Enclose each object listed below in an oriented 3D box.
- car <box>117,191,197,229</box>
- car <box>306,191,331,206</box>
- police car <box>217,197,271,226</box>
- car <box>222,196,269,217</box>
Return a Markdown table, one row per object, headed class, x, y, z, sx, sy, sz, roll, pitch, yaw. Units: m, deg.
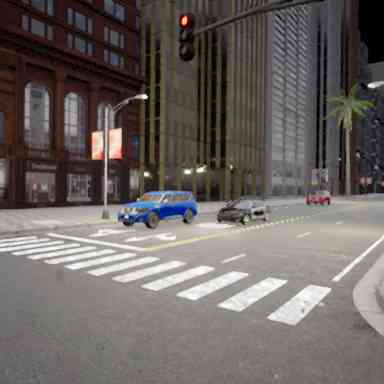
| class | x | y | z | sx | sy | sz | roll | pitch | yaw |
| --- | --- | --- | --- | --- | --- | --- | --- | --- | --- |
| car | -1.900 | 0.974 | 20.188 | 2.150 | 2.045 | 5.566 | 1 | 1 | 36 |
| car | 17.960 | 0.842 | 47.009 | 2.150 | 2.045 | 5.566 | 1 | 1 | 36 |
| police car | 3.471 | 1.206 | 21.841 | 1.930 | 1.638 | 5.238 | 1 | 1 | 36 |
| car | 4.826 | 1.190 | 29.342 | 2.128 | 1.511 | 4.902 | 1 | 1 | 36 |
